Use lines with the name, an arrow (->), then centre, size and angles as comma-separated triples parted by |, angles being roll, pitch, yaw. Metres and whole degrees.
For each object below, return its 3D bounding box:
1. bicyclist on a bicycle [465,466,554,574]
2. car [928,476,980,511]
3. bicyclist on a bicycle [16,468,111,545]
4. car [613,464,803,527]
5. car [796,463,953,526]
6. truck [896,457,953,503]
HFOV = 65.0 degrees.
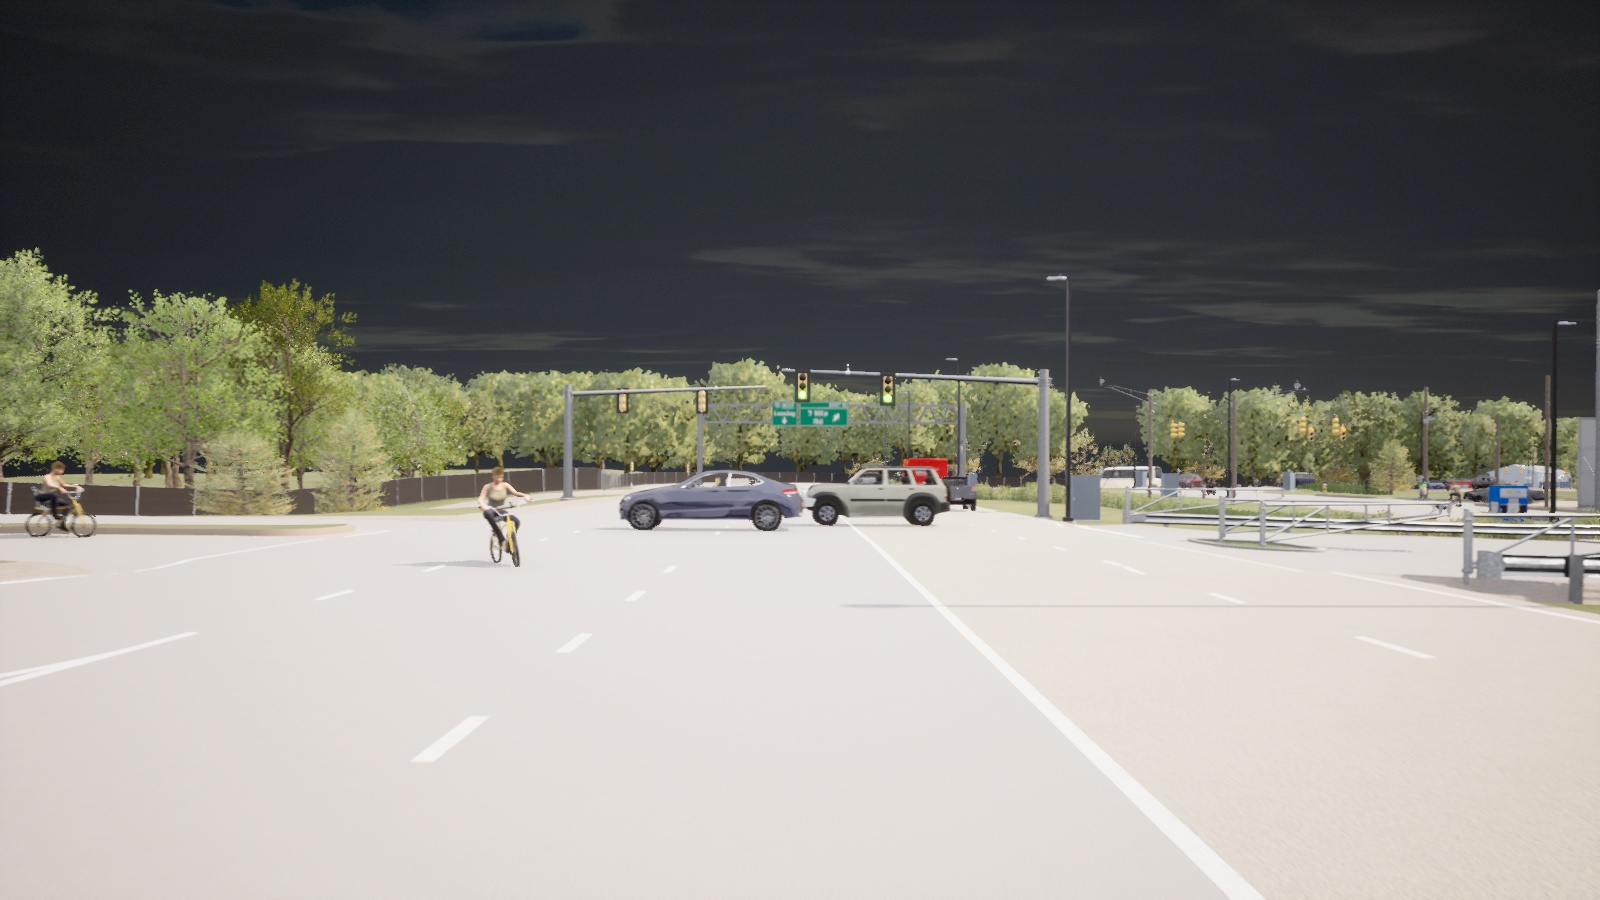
bicyclist on a bicycle -> -4.749, 1.112, 20.462 | 0.866, 1.612, 1.509 | -5, 2, -31
car -> 6.864, 1.908, 56.253 | 1.845, 1.501, 3.633 | 0, -1, 0
bicyclist on a bicycle -> -15.605, 1.183, 26.637 | 1.509, 1.612, 0.866 | 0, -1, 0
car -> -2.455, 1.229, 34.413 | 5.027, 1.651, 2.152 | 0, -1, -1
car -> 2.200, 1.337, 38.020 | 4.605, 1.855, 1.932 | 0, -1, -2
truck -> 6.830, 1.661, 69.584 | 2.627, 2.467, 5.204 | 0, -1, 0
